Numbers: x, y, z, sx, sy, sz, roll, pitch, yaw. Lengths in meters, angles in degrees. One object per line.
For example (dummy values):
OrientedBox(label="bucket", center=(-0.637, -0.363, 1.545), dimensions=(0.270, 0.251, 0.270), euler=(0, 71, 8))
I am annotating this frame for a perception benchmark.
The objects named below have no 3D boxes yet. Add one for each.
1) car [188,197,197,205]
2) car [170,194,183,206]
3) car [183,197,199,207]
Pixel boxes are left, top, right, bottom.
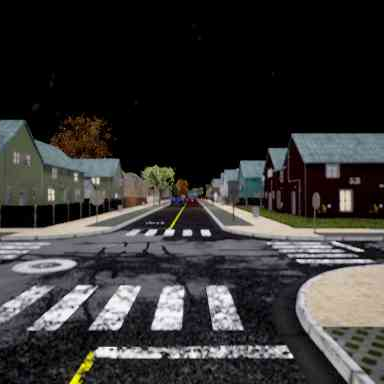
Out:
OrientedBox(label="car", center=(0.070, 1.823, 66.740), dimensions=(1.812, 1.442, 4.674), euler=(0, 0, 0))
OrientedBox(label="car", center=(-2.686, 1.473, 60.882), dimensions=(2.150, 2.045, 5.566), euler=(0, 0, 0))
OrientedBox(label="car", center=(0.059, 1.573, 56.707), dimensions=(2.097, 1.767, 4.553), euler=(0, 0, 0))
